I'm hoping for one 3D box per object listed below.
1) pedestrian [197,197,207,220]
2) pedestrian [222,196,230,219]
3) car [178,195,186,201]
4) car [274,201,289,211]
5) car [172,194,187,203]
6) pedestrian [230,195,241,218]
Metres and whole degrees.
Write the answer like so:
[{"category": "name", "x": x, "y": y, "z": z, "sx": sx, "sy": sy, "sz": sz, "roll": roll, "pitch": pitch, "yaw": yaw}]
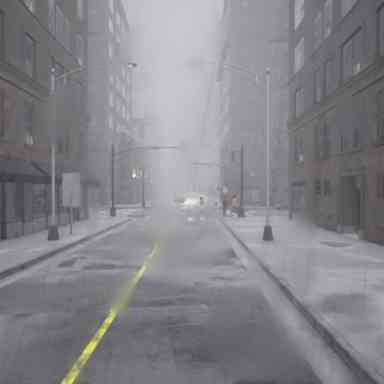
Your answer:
[{"category": "pedestrian", "x": 0.813, "y": 1.264, "z": 26.491, "sx": 0.375, "sy": 1.860, "sz": 0.375, "roll": 0, "pitch": 0, "yaw": 0}, {"category": "pedestrian", "x": 2.480, "y": 1.112, "z": 25.276, "sx": 0.375, "sy": 1.860, "sz": 0.375, "roll": 0, "pitch": 0, "yaw": 0}, {"category": "car", "x": -2.332, "y": 1.353, "z": 78.898, "sx": 1.812, "sy": 1.442, "sz": 4.674, "roll": 0, "pitch": 0, "yaw": 0}, {"category": "car", "x": 11.998, "y": 1.640, "z": 39.993, "sx": 4.206, "sy": 1.307, "sz": 1.802, "roll": 1, "pitch": 0, "yaw": 1}, {"category": "car", "x": -2.526, "y": 1.229, "z": 62.961, "sx": 2.097, "sy": 1.767, "sz": 4.553, "roll": 0, "pitch": 0, "yaw": 1}, {"category": "pedestrian", "x": 3.367, "y": 1.113, "z": 25.868, "sx": 0.375, "sy": 1.860, "sz": 0.375, "roll": 0, "pitch": 0, "yaw": 0}]
